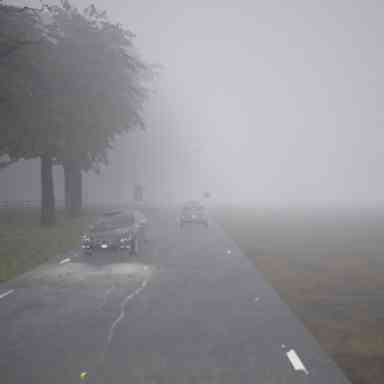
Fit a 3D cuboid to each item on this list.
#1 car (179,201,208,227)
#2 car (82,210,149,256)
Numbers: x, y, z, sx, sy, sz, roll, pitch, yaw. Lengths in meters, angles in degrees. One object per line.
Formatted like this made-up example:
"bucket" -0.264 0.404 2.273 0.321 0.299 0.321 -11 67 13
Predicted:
"car" 0.109 1.558 22.779 2.033 1.411 5.357 0 0 0
"car" -2.832 1.507 13.194 1.837 1.490 4.892 0 0 0
